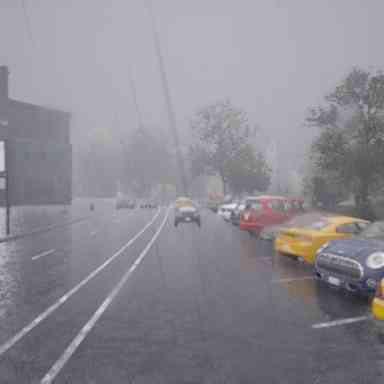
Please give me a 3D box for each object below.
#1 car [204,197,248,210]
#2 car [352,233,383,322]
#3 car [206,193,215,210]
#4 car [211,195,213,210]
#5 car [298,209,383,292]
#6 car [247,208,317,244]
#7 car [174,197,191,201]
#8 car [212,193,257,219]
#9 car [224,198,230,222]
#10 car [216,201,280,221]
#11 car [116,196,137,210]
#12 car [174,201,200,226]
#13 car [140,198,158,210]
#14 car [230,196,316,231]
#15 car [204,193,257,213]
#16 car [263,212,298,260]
[{"bbox_3d":[4.176,1.401,40.982,4.892,1.521,2.231,0,1,-23],"label":"car"},{"bbox_3d":[5.478,1.539,5.391,5.366,1.575,1.946,1,-1,-21],"label":"car"},{"bbox_3d":[4.464,1.240,35.024,5.566,2.045,2.435,0,1,-23],"label":"car"},{"bbox_3d":[4.652,1.412,32.085,4.553,1.767,2.185,0,1,-23],"label":"car"},{"bbox_3d":[5.306,1.443,8.301,4.553,1.767,2.185,1,0,-21],"label":"car"},{"bbox_3d":[5.193,1.620,14.235,4.892,1.521,2.231,1,0,-21],"label":"car"},{"bbox_3d":[-1.084,1.386,40.974,1.882,1.535,5.008,0,0,-3],"label":"car"},{"bbox_3d":[4.836,1.354,26.115,5.566,2.045,2.435,1,1,-22],"label":"car"},{"bbox_3d":[4.931,1.498,23.147,4.553,1.767,2.185,1,0,-22],"label":"car"},{"bbox_3d":[4.915,1.575,29.187,5.366,1.575,1.946,1,0,-22],"label":"car"},{"bbox_3d":[-8.166,1.279,41.715,2.097,1.767,4.553,0,1,-3],"label":"car"},{"bbox_3d":[-0.365,1.652,24.729,1.812,1.442,4.674,0,0,-2],"label":"car"},{"bbox_3d":[-5.368,1.476,41.845,1.994,1.385,4.181,0,1,-3],"label":"car"},{"bbox_3d":[5.150,1.380,17.227,5.566,2.045,2.435,1,0,-22],"label":"car"},{"bbox_3d":[4.367,1.195,38.024,5.566,2.045,2.435,0,1,-23],"label":"car"},{"bbox_3d":[5.231,1.596,11.266,5.008,1.535,2.097,1,-1,-21],"label":"car"}]
